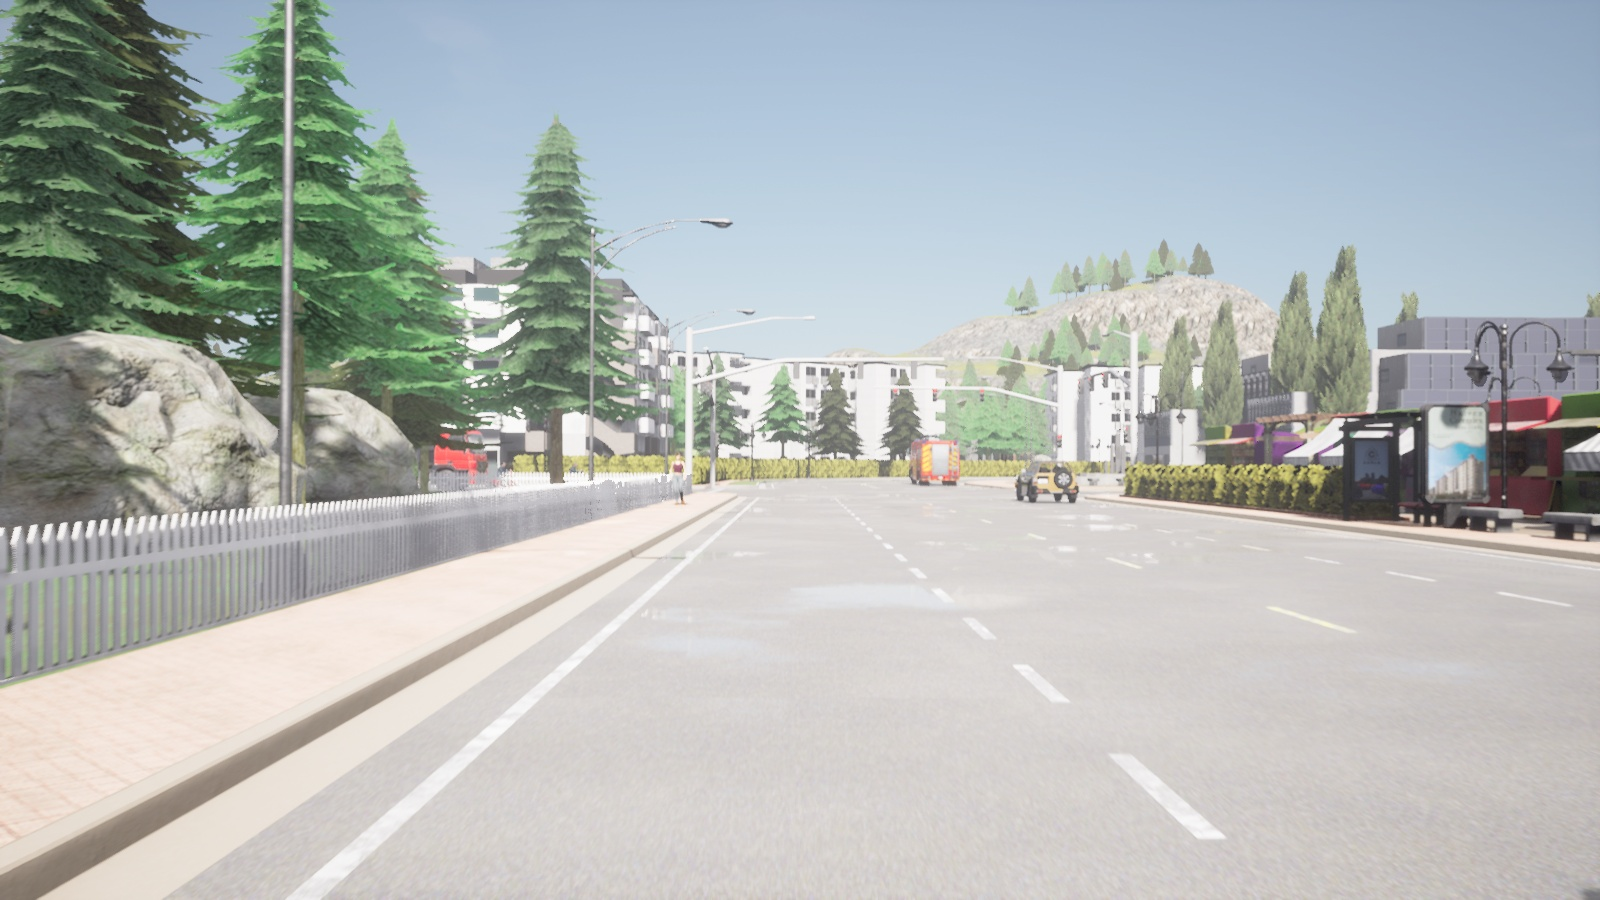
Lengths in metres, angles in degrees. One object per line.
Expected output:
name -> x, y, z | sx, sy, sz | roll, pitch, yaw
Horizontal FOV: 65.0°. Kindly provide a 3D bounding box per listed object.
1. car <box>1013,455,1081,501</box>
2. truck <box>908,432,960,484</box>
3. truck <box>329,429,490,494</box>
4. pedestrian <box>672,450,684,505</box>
car -> 10.369, 1.160, 53.035 | 1.932, 1.855, 4.605 | 0, -1, 0
truck -> 10.204, 0.642, 96.511 | 2.891, 3.827, 8.468 | 0, -1, -1
truck -> -21.327, 0.637, 68.920 | 7.936, 3.462, 2.891 | 0, -1, 1
pedestrian -> -4.097, 0.936, 42.311 | 0.345, 1.836, 0.594 | 0, -1, 0
